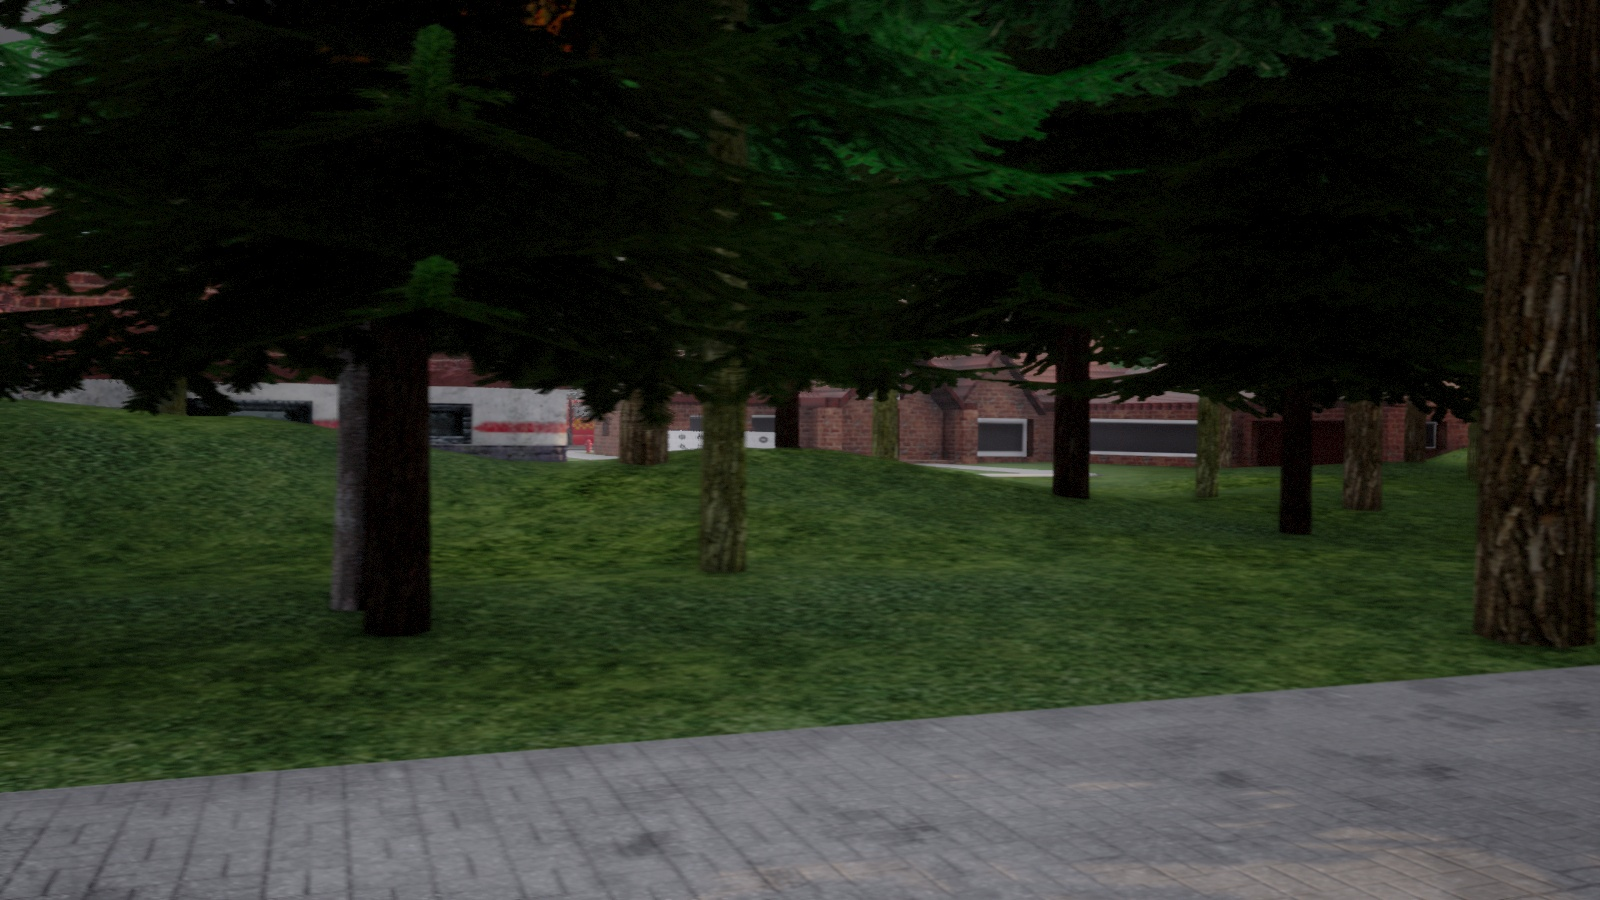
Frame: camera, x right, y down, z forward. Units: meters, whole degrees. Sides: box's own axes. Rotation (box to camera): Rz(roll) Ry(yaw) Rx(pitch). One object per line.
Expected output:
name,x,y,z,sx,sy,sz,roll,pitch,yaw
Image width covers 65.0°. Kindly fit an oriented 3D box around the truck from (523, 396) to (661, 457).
truck,-13.623,-1.557,82.202,8.468,3.827,2.891,-1,1,-21
